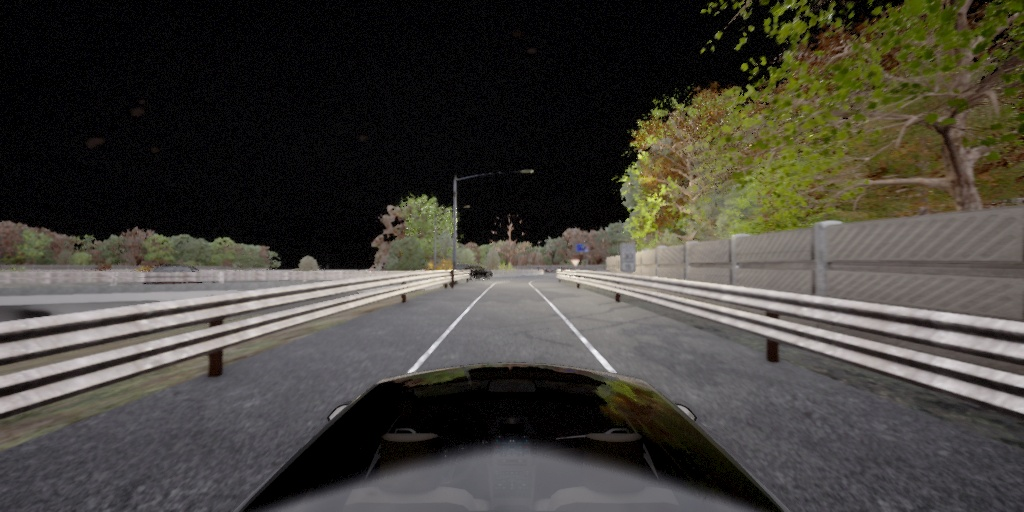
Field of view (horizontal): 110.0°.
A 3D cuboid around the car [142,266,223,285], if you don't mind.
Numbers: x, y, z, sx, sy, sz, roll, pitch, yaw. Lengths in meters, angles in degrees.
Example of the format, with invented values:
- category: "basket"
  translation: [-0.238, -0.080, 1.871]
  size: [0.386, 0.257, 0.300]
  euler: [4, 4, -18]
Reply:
- category: "car"
  translation: [-25.217, 1.553, 27.746]
  size: [4.553, 1.767, 2.097]
  euler: [1, -3, -36]

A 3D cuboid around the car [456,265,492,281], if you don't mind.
- category: "car"
  translation: [-5.010, 2.151, 47.006]
  size: [2.150, 2.045, 5.566]
  euler: [-1, -3, 39]
